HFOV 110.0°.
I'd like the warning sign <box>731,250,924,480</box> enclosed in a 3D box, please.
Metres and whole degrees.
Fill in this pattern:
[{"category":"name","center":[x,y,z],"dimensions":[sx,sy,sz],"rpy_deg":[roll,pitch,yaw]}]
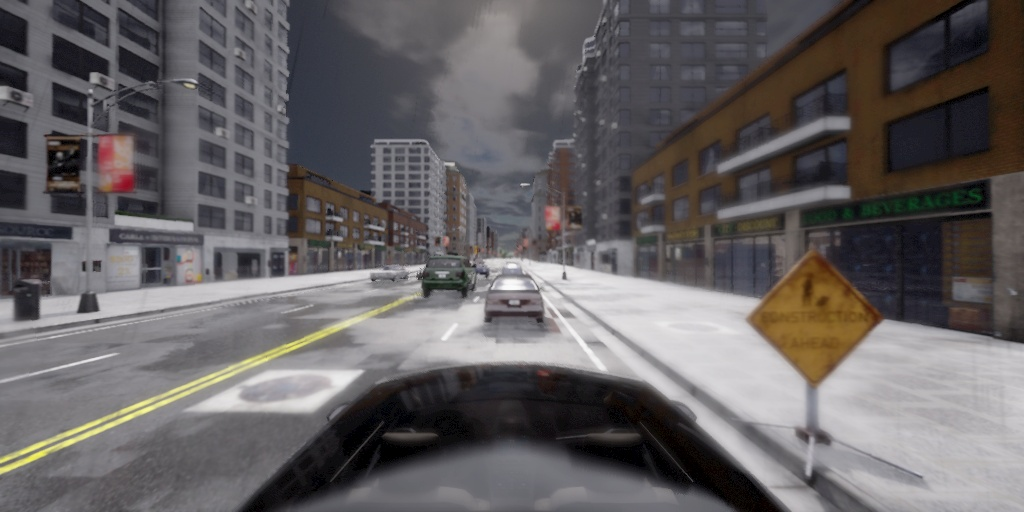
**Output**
[{"category":"warning sign","center":[2.850,0.869,3.403],"dimensions":[1.300,1.860,1.060],"rpy_deg":[0,0,0]}]

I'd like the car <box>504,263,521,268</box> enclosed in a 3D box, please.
[{"category":"car","center":[0.075,1.364,32.726],"dimensions":[2.033,1.411,5.357],"rpy_deg":[0,0,0]}]

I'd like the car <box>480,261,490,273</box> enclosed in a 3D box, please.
[{"category":"car","center":[-3.177,1.425,36.116],"dimensions":[1.895,1.301,4.718],"rpy_deg":[0,0,0]}]

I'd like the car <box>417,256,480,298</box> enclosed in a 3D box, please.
[{"category":"car","center":[-3.163,1.008,18.928],"dimensions":[2.150,2.045,5.566],"rpy_deg":[0,0,0]}]

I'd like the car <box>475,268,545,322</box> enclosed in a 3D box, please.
[{"category":"car","center":[0.080,1.320,12.298],"dimensions":[2.033,1.411,5.357],"rpy_deg":[0,0,0]}]

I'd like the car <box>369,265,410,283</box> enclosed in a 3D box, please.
[{"category":"car","center":[-9.870,1.410,29.171],"dimensions":[1.895,1.301,4.718],"rpy_deg":[0,0,0]}]

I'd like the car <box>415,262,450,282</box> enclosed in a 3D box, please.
[{"category":"car","center":[-6.620,1.316,30.369],"dimensions":[1.837,1.490,4.892],"rpy_deg":[0,0,0]}]
